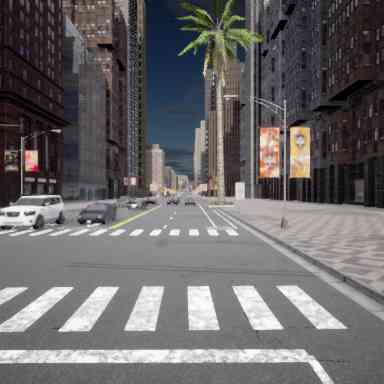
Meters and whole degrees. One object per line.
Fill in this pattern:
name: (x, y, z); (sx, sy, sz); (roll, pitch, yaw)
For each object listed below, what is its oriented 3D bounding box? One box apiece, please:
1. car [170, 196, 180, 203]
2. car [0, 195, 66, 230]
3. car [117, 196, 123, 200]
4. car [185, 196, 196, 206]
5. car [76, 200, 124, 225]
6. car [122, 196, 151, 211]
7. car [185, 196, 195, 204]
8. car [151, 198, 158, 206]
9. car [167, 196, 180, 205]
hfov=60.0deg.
car: (-3.532, 1.594, 69.852); (1.812, 1.442, 4.674); (0, 0, 0)
car: (-9.966, 1.225, 21.229); (2.150, 2.045, 5.566); (0, 0, 0)
car: (-10.101, 1.378, 49.590); (2.097, 1.767, 4.553); (0, 0, 0)
car: (-0.308, 1.586, 56.112); (2.033, 1.411, 5.357); (0, 0, 0)
car: (-6.731, 1.552, 24.351); (2.033, 1.411, 5.357); (0, 0, 0)
car: (-6.822, 1.509, 41.526); (2.128, 1.511, 4.902); (0, 0, 0)
car: (-0.365, 1.539, 66.534); (1.882, 1.535, 5.008); (0, 0, 0)
car: (-6.852, 1.638, 55.657); (1.895, 1.301, 4.718); (0, 0, 0)
car: (-3.481, 1.647, 59.744); (1.895, 1.301, 4.718); (0, 0, -1)
